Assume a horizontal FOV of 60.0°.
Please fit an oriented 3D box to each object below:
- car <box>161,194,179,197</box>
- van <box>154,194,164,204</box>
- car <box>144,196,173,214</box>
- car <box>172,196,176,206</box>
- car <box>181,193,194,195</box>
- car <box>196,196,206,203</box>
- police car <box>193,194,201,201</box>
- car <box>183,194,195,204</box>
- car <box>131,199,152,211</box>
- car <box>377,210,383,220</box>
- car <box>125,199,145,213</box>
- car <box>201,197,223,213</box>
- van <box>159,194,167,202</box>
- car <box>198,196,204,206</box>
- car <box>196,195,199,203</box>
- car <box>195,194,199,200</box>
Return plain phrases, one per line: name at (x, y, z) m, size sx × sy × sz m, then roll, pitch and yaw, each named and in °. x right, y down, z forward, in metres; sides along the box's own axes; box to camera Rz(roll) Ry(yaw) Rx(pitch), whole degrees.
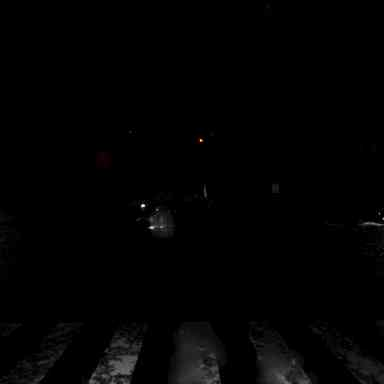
car at (-3.713, 1.490, 56.060) m, size 1.882 × 1.535 × 5.008 m, roll 0°, pitch 0°, yaw -1°
van at (-6.536, 1.360, 66.604) m, size 1.690 × 1.788 × 3.998 m, roll 0°, pitch 0°, yaw -1°
car at (-3.444, 1.496, 35.217) m, size 2.128 × 1.511 × 4.902 m, roll 0°, pitch 0°, yaw -1°
car at (-3.578, 1.609, 45.125) m, size 1.895 × 1.301 × 4.718 m, roll 0°, pitch 0°, yaw -1°
car at (-0.888, 1.549, 75.522) m, size 2.128 × 1.511 × 4.902 m, roll 0°, pitch 0°, yaw -1°
car at (1.902, 1.589, 73.110) m, size 1.947 × 1.339 × 4.313 m, roll 0°, pitch 0°, yaw -1°
police car at (1.270, 1.463, 90.507) m, size 1.930 × 1.638 × 5.238 m, roll 0°, pitch 0°, yaw -1°
car at (-0.657, 1.619, 65.594) m, size 1.895 × 1.301 × 4.718 m, roll 0°, pitch 0°, yaw -1°
car at (-6.189, 1.557, 41.208) m, size 2.008 × 1.369 × 4.403 m, roll 0°, pitch 0°, yaw -1°
car at (14.726, 1.248, 20.972) m, size 5.357 × 1.411 × 2.033 m, roll -1°, pitch 0°, yaw -1°
car at (-6.121, 1.556, 36.217) m, size 2.008 × 1.369 × 4.403 m, roll 0°, pitch 0°, yaw -1°
car at (2.403, 1.555, 36.329) m, size 2.008 × 1.369 × 4.403 m, roll 0°, pitch 0°, yaw -1°
van at (-6.684, 1.368, 77.430) m, size 1.690 × 1.788 × 3.998 m, roll 0°, pitch 0°, yaw -1°
car at (2.255, 1.553, 47.217) m, size 1.887 × 1.381 × 4.507 m, roll 0°, pitch 0°, yaw -1°
car at (2.181, 1.561, 52.661) m, size 2.008 × 1.369 × 4.403 m, roll 0°, pitch 0°, yaw -1°
car at (2.046, 1.567, 62.532) m, size 2.008 × 1.369 × 4.403 m, roll 0°, pitch 0°, yaw -1°
